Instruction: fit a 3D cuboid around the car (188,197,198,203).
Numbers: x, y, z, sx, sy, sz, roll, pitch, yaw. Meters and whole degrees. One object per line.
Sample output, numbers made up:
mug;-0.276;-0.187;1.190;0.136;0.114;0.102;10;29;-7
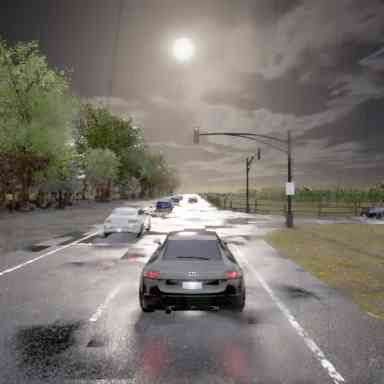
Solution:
car;0.206;1.605;67.953;1.895;1.301;4.718;0;0;0

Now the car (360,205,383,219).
car;18.726;1.809;31.022;5.357;1.411;2.033;1;-1;0

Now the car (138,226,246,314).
car;0.013;1.566;7.694;1.994;1.385;4.181;0;0;0

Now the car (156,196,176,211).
car;-3.335;1.485;41.421;1.882;1.535;5.008;0;0;0

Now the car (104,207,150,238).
car;-3.372;1.531;17.728;1.812;1.442;4.674;0;0;0

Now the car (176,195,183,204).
car;-3.295;1.482;65.991;1.882;1.535;5.008;0;0;0
